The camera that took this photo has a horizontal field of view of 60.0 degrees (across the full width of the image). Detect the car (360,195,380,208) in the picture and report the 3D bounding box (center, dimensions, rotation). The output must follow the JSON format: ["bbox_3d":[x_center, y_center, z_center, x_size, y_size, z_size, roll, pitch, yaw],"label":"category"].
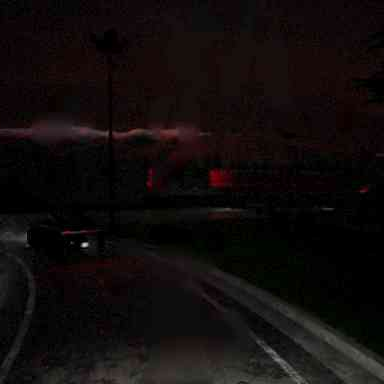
[{"bbox_3d":[28.735,1.252,56.171,4.553,1.767,2.097,-1,0,-22],"label":"car"}]

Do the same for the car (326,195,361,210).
[{"bbox_3d":[20.264,1.514,45.130,4.181,1.385,1.994,0,0,-23],"label":"car"}]

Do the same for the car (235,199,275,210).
[{"bbox_3d":[8.570,1.666,44.017,4.718,1.301,1.895,0,0,-23],"label":"car"}]

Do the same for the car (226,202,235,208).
[{"bbox_3d":[7.578,1.634,47.397,5.357,1.411,2.033,0,0,-23],"label":"car"}]

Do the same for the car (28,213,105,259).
[{"bbox_3d":[-5.107,1.589,13.197,2.128,1.511,4.902,0,0,-37],"label":"car"}]
